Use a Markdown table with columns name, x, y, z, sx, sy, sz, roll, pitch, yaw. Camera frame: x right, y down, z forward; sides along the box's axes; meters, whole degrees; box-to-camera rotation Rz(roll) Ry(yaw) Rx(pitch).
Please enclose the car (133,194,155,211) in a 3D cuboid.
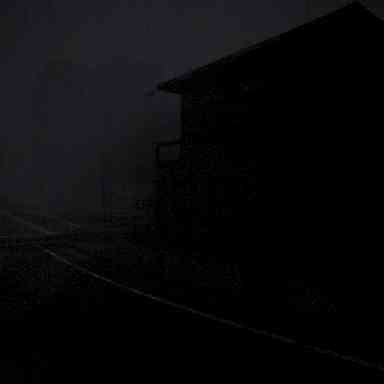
| name | x | y | z | sx | sy | sz | roll | pitch | yaw |
| --- | --- | --- | --- | --- | --- | --- | --- | --- | --- |
| car | -4.419 | 1.223 | 40.599 | 5.566 | 2.045 | 2.150 | 2 | 0 | -39 |
